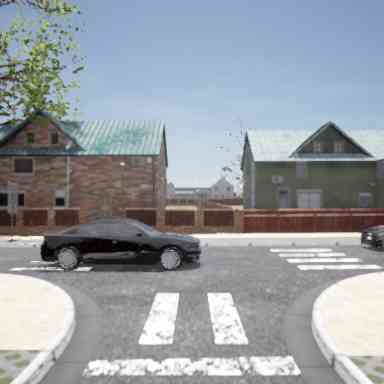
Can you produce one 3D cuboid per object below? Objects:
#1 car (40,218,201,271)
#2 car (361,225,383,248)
[{"bbox_3d":[-2.222,1.605,10.737,5.008,1.535,1.882,0,-2,1],"label":"car"},{"bbox_3d":[9.224,1.675,13.545,4.181,1.385,1.994,0,-2,1],"label":"car"}]
